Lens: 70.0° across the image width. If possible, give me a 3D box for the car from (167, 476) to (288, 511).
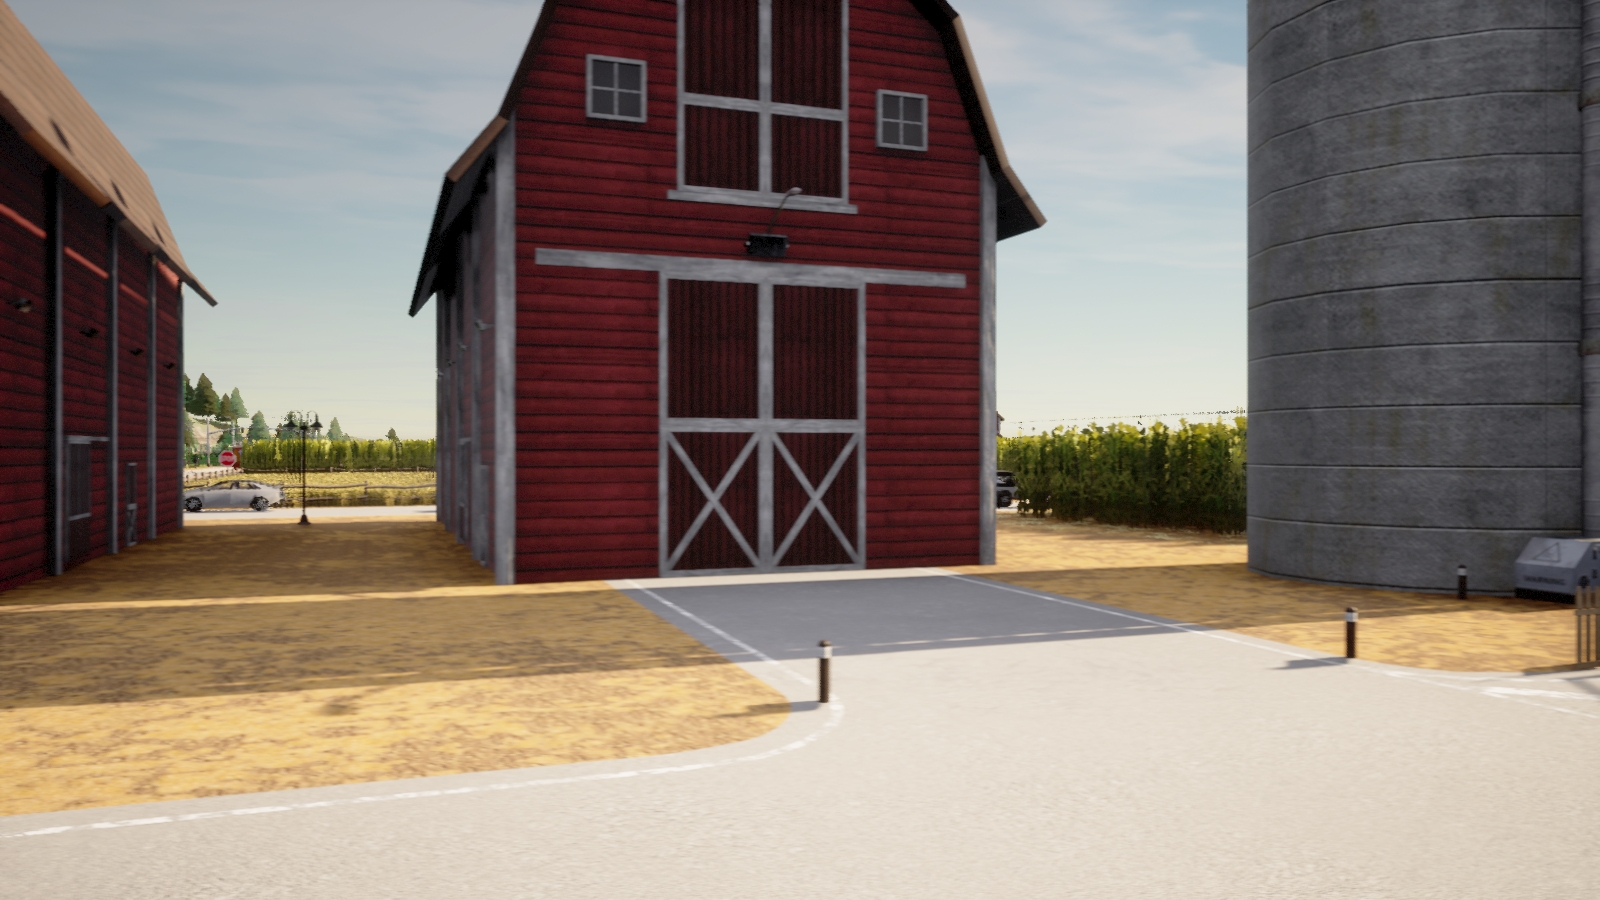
[{"bbox_3d":[-27.165,2.048,54.444,4.902,1.511,2.128,0,0,-18],"label":"car"}]
